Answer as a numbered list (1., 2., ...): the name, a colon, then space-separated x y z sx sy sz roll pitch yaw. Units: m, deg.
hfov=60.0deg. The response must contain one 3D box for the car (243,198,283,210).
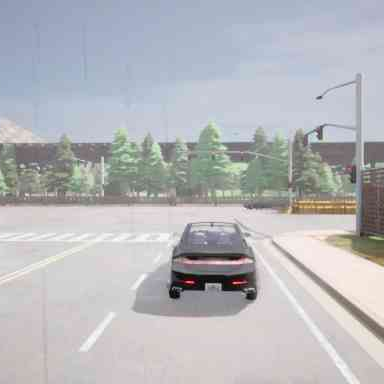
1. car: 8.909 1.491 41.670 4.902 1.511 2.128 0 0 2

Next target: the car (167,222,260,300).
1. car: 0.510 1.491 8.397 2.128 1.511 4.902 0 0 3
